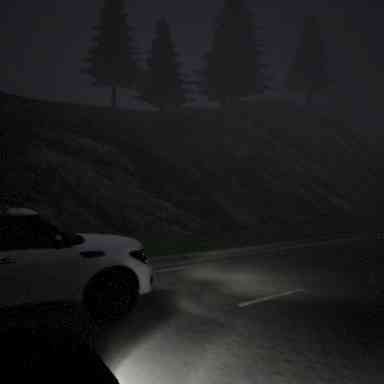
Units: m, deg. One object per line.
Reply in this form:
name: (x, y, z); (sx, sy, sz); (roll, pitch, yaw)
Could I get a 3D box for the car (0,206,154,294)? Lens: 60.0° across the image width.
car: (-3.394, 1.226, 5.622); (5.566, 2.045, 2.150); (0, 0, -35)

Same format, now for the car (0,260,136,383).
car: (-2.983, 1.535, 1.620); (5.357, 1.411, 2.033); (1, 0, -35)
